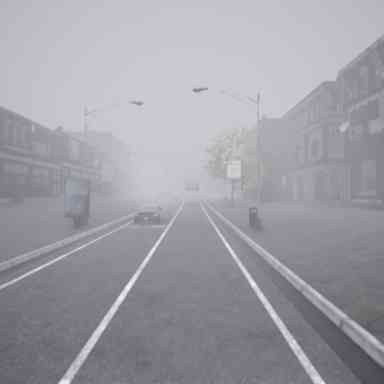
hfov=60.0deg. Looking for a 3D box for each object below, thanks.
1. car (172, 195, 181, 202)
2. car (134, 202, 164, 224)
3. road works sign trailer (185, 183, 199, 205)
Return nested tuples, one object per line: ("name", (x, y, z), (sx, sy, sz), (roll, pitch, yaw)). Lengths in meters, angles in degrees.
("car", (-3.029, 1.206, 65.909), (2.033, 1.411, 5.357), (0, 1, 0))
("car", (-3.107, 1.524, 24.784), (1.812, 1.442, 4.674), (0, 0, 0))
("road works sign trailer", (-0.005, 0.244, 55.394), (2.380, 3.560, 2.880), (0, 1, 0))
